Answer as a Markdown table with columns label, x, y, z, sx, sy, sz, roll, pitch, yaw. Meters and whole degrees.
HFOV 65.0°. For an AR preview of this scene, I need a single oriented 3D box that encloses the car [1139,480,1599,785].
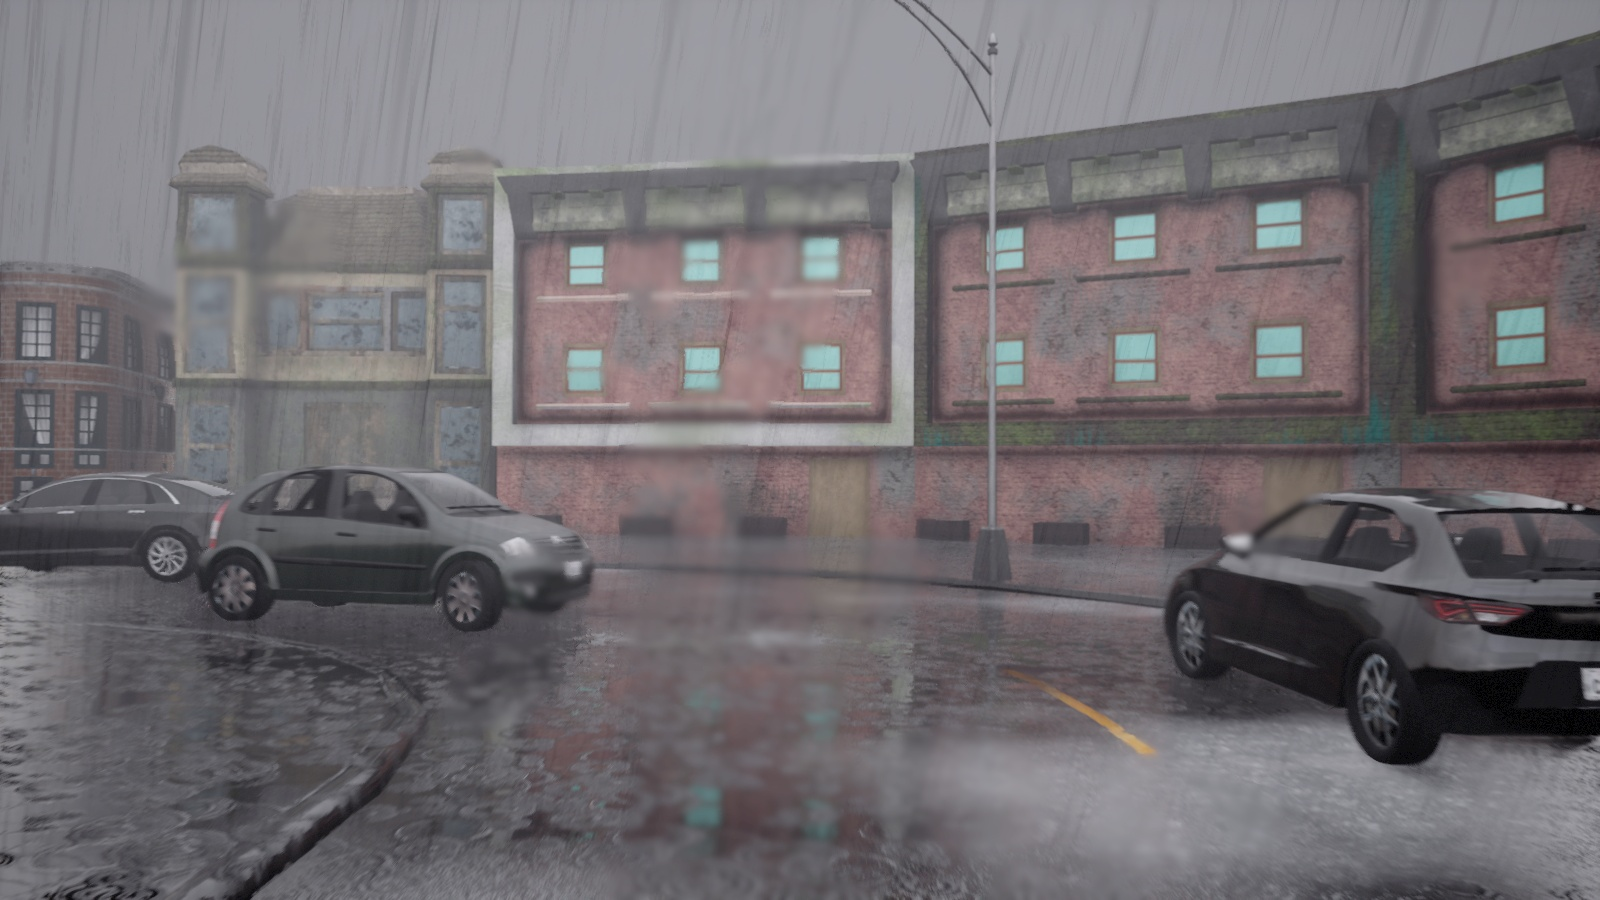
| label | x | y | z | sx | sy | sz | roll | pitch | yaw |
| --- | --- | --- | --- | --- | --- | --- | --- | --- | --- |
| car | 3.849 | 0.954 | 8.369 | 1.816 | 1.474 | 4.193 | 0 | -1 | -3 |

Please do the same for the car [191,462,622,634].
| label | x | y | z | sx | sy | sz | roll | pitch | yaw |
| --- | --- | --- | --- | --- | --- | --- | --- | --- | --- |
| car | -4.097 | 0.953 | 13.267 | 3.988 | 1.617 | 1.851 | -1 | -1 | 17 |

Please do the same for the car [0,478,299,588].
| label | x | y | z | sx | sy | sz | roll | pitch | yaw |
| --- | --- | --- | --- | --- | --- | --- | --- | --- | --- |
| car | -10.041 | 1.163 | 18.121 | 4.892 | 1.490 | 1.837 | 0 | -1 | 2 |
